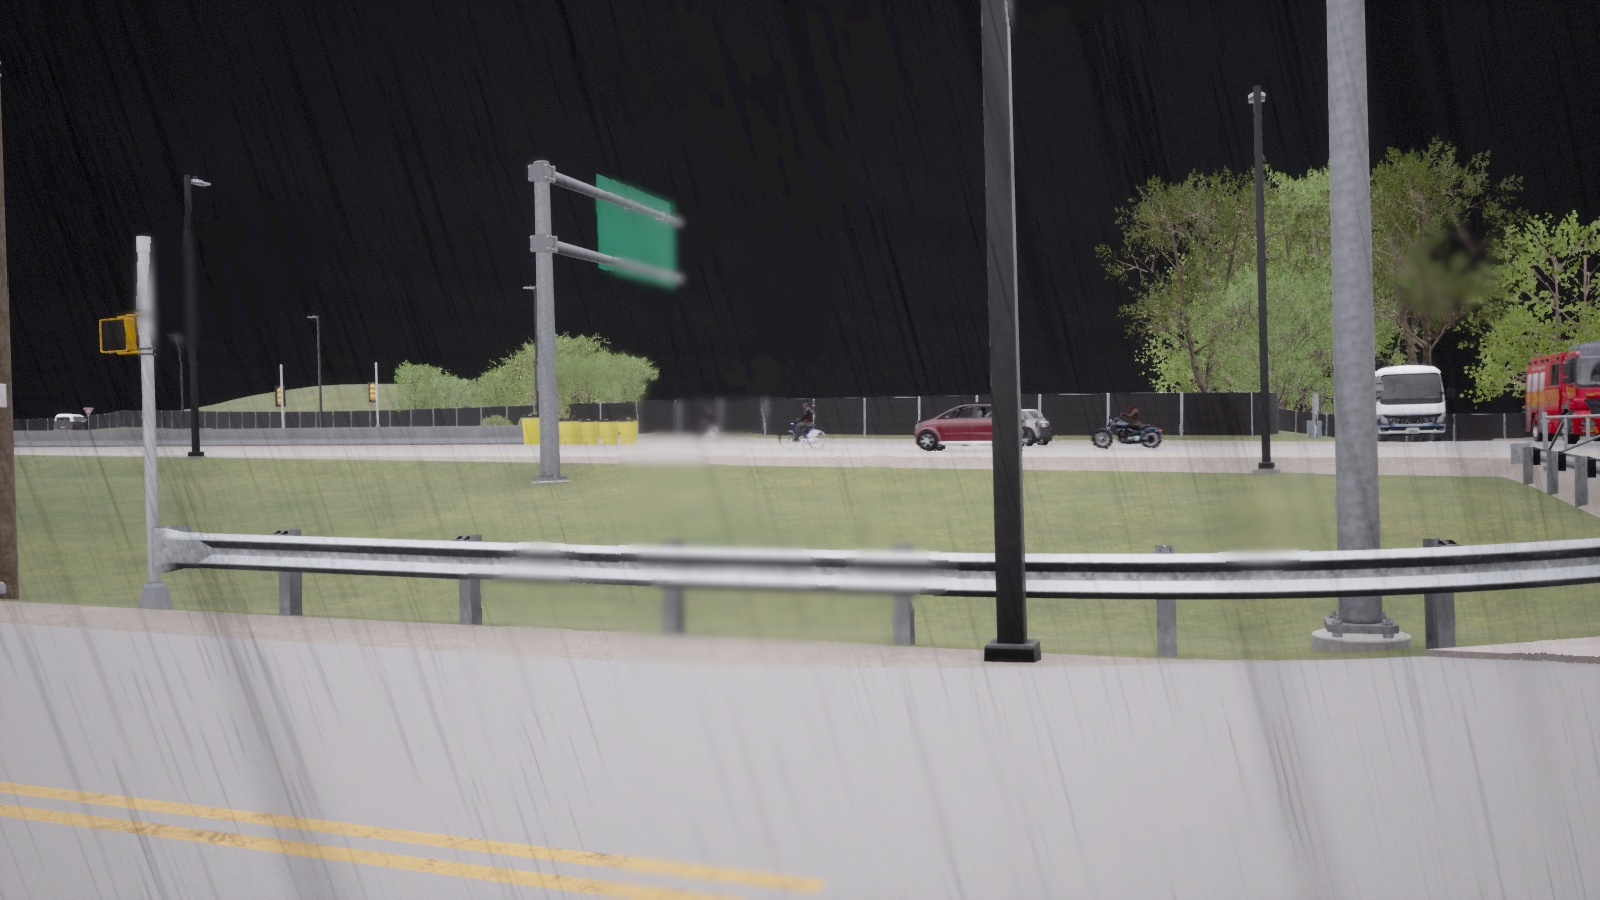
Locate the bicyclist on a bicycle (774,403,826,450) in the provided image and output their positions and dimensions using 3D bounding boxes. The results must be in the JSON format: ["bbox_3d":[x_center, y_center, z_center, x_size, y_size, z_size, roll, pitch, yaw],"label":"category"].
[{"bbox_3d":[0.006,-0.889,47.290,1.843,1.776,0.659,1,1,19],"label":"bicyclist on a bicycle"}]

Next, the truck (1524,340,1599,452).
[{"bbox_3d":[29.634,-1.941,46.972,2.891,3.827,8.468,0,1,19],"label":"truck"}]

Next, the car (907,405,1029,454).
[{"bbox_3d":[5.580,-0.688,41.620,3.705,1.549,1.789,0,1,19],"label":"car"}]

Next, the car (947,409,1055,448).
[{"bbox_3d":[8.032,-0.874,50.298,3.806,1.475,1.970,1,2,33],"label":"car"}]

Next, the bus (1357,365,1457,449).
[{"bbox_3d":[33.807,-2.240,70.413,3.944,4.253,10.273,-1,0,20],"label":"bus"}]

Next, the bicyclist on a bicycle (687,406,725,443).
[{"bbox_3d":[-4.513,-1.223,60.157,1.843,1.776,0.659,2,2,40],"label":"bicyclist on a bicycle"}]

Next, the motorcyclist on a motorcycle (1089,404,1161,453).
[{"bbox_3d":[11.228,-0.736,43.343,2.350,1.649,0.766,0,1,19],"label":"motorcyclist on a motorcycle"}]
